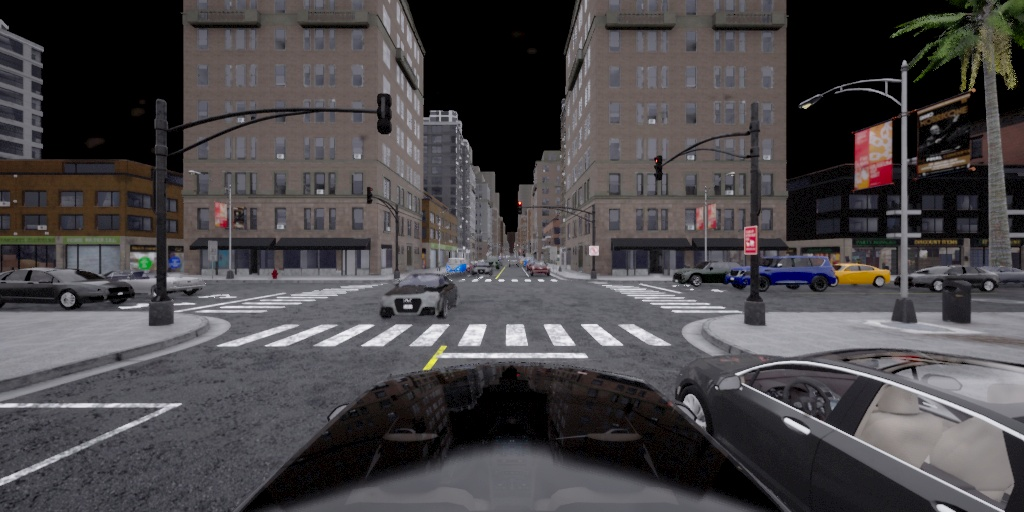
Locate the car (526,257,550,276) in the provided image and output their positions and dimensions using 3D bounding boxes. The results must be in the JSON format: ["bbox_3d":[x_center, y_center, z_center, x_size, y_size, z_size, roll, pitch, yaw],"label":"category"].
[{"bbox_3d":[2.800,1.186,36.984,1.967,1.591,4.097,0,0,0],"label":"car"}]

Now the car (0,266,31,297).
[{"bbox_3d":[-26.893,1.233,17.389,4.674,1.442,1.812,0,0,0],"label":"car"}]

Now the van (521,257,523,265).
[{"bbox_3d":[2.893,1.084,59.661,1.690,1.789,3.998,0,0,0],"label":"van"}]

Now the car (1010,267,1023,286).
[{"bbox_3d":[32.624,1.360,24.425,4.181,1.385,1.994,0,0,-1],"label":"car"}]

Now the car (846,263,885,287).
[{"bbox_3d":[22.615,1.254,24.367,5.008,1.535,1.882,0,0,0],"label":"car"}]

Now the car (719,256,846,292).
[{"bbox_3d":[15.705,0.990,21.079,5.566,2.045,2.150,0,0,0],"label":"car"}]

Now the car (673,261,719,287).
[{"bbox_3d":[13.401,1.113,24.316,4.553,1.767,2.097,0,0,0],"label":"car"}]

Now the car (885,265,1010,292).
[{"bbox_3d":[25.528,1.291,21.135,4.892,1.490,1.837,0,0,0],"label":"car"}]

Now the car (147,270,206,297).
[{"bbox_3d":[-17.906,1.322,17.438,4.718,1.301,1.895,0,0,0],"label":"car"}]

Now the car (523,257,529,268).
[{"bbox_3d":[2.847,1.186,48.322,1.967,1.591,4.097,0,0,0],"label":"car"}]

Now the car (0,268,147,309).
[{"bbox_3d":[-17.945,1.230,14.189,4.892,1.490,1.837,0,0,0],"label":"car"}]

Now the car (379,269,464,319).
[{"bbox_3d":[-3.089,1.314,12.640,1.994,1.385,4.181,0,0,0],"label":"car"}]

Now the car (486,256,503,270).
[{"bbox_3d":[-2.900,0.966,52.181,2.150,2.045,5.566,0,0,0],"label":"car"}]

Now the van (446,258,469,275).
[{"bbox_3d":[-5.725,1.087,37.017,1.690,1.789,3.998,0,0,0],"label":"van"}]

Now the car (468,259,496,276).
[{"bbox_3d":[-2.970,1.309,36.656,1.994,1.385,4.181,0,0,0],"label":"car"}]

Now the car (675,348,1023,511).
[{"bbox_3d":[2.668,1.300,2.334,2.007,1.370,4.403,0,0,0],"label":"car"}]
